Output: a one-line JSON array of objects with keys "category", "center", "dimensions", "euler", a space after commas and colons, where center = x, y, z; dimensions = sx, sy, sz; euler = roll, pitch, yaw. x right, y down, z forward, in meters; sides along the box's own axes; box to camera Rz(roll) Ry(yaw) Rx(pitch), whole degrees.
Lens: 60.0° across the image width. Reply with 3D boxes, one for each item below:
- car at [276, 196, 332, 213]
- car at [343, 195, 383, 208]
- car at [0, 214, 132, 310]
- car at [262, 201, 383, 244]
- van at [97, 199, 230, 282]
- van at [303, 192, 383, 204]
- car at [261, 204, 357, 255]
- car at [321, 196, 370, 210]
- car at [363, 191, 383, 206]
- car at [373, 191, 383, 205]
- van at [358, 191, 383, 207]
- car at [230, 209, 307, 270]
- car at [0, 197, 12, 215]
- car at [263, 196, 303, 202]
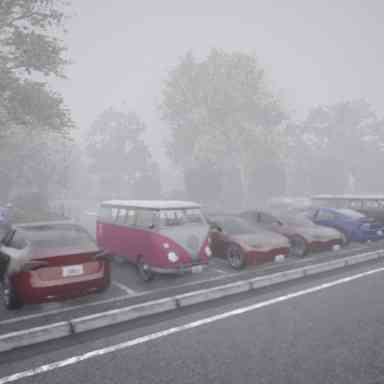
[{"category": "car", "center": [11.456, 1.245, 34.532], "dimensions": [1.946, 1.575, 5.366], "euler": [-1, 0, -36]}, {"category": "car", "center": [22.529, 1.139, 42.908], "dimensions": [1.946, 1.575, 5.366], "euler": [-1, 0, -36]}, {"category": "car", "center": [-3.537, 1.488, 7.993], "dimensions": [2.163, 1.488, 4.792], "euler": [-1, 0, -36]}, {"category": "car", "center": [5.603, 1.372, 14.487], "dimensions": [2.097, 1.535, 5.008], "euler": [-1, 0, -36]}, {"category": "van", "center": [-1.174, 1.211, 9.504], "dimensions": [1.878, 1.987, 4.442], "euler": [-1, 0, -36]}, {"category": "van", "center": [7.946, 1.125, 16.027], "dimensions": [1.878, 1.987, 4.442], "euler": [-1, 0, -36]}, {"category": "car", "center": [3.337, 1.423, 12.837], "dimensions": [2.163, 1.488, 4.792], "euler": [-1, 0, -36]}, {"category": "car", "center": [18.138, 1.214, 39.504], "dimensions": [2.163, 1.488, 4.792], "euler": [-1, 0, -36]}, {"category": "car", "center": [27.133, 0.848, 46.008], "dimensions": [2.435, 2.045, 5.566], "euler": [-1, 0, -36]}, {"category": "car", "center": [29.425, 0.822, 47.576], "dimensions": [2.435, 2.045, 5.566], "euler": [-1, 0, -36]}, {"category": "van", "center": [24.824, 0.895, 44.464], "dimensions": [1.878, 1.987, 4.442], "euler": [-1, 0, -36]}, {"category": "car", "center": [1.057, 1.445, 11.207], "dimensions": [2.163, 1.488, 4.792], "euler": [-1, 0, -36]}, {"category": "car", "center": [-11.411, 1.211, 18.371], "dimensions": [2.435, 2.045, 5.566], "euler": [-1, 0, -36]}, {"category": "car", "center": [9.086, 1.271, 33.073], "dimensions": [2.231, 1.521, 4.892], "euler": [-1, 0, -36]}]
